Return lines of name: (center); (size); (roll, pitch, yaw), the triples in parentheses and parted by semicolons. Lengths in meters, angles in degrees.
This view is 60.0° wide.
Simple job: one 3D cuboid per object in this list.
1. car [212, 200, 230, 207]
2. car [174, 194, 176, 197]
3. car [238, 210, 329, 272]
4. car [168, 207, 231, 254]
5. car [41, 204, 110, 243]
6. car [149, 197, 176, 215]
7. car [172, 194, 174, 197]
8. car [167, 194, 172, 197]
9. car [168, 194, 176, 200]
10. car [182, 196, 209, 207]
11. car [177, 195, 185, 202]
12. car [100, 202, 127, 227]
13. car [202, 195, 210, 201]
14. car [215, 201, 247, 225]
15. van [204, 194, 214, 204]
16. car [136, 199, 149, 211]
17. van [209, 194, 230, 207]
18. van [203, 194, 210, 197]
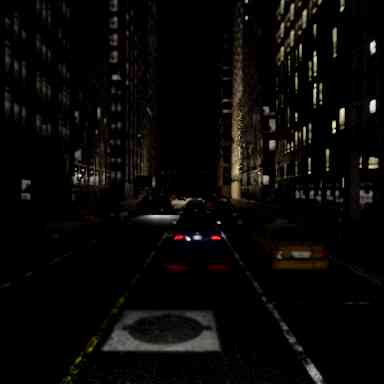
car: (2.886, 1.570, 27.551); (1.802, 1.307, 4.206); (0, 0, 0)
car: (-5.145, 1.438, 73.201); (2.008, 1.369, 4.403); (0, 0, 0)
car: (2.756, 1.528, 10.624); (1.752, 1.417, 4.829); (0, 0, 0)
car: (0.191, 1.543, 13.411); (2.033, 1.411, 5.357); (0, 0, 0)
car: (-5.583, 1.506, 16.049); (1.752, 1.417, 4.829); (0, 0, 0)
car: (-2.854, 1.530, 33.729); (1.994, 1.385, 4.181); (0, 0, 0)
car: (-5.188, 1.483, 67.504); (1.802, 1.307, 4.206); (0, 0, 0)
car: (-5.232, 1.457, 61.806); (1.887, 1.381, 4.507); (0, 0, 0)
car: (-5.057, 1.299, 84.598); (1.967, 1.590, 4.097); (0, 0, 0)
car: (0.333, 1.453, 32.190); (1.882, 1.535, 5.008); (0, 0, 0)
car: (-2.438, 1.382, 75.293); (1.837, 1.490, 4.892); (0, 0, 0)
car: (-5.539, 1.415, 21.919); (1.967, 1.590, 4.097); (0, 0, 0)
car: (3.279, 1.458, 78.836); (1.947, 1.339, 4.313); (0, 0, 0)
car: (2.842, 1.545, 21.854); (2.008, 1.369, 4.403); (0, 0, 0)
van: (3.148, 1.272, 61.740); (1.690, 1.788, 3.998); (0, 0, 0)
car: (-5.407, 1.518, 39.012); (1.947, 1.339, 4.313); (0, 0, 0)
van: (2.930, 1.321, 33.249); (1.690, 1.788, 3.998); (0, 0, 0)
van: (3.105, 1.283, 56.041); (1.690, 1.788, 3.998); (0, 0, 0)
